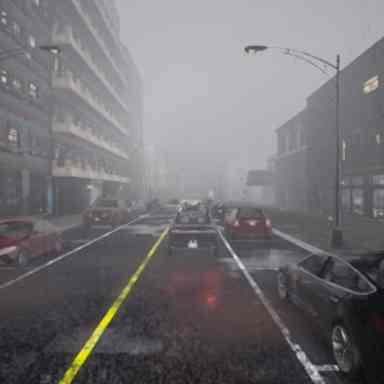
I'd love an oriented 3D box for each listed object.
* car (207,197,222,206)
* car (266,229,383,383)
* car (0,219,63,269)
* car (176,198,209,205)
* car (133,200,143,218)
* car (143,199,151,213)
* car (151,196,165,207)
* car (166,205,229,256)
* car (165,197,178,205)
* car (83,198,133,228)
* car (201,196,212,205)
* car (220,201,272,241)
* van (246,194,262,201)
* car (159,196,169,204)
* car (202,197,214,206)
[{"bbox_3d":[2.693,1.554,33.802,2.008,1.369,4.403,0,0,0],"label":"car"},{"bbox_3d":[2.688,1.565,5.319,1.947,1.339,4.313,0,0,0],"label":"car"},{"bbox_3d":[-5.692,1.580,11.020,1.802,1.307,4.206,0,0,0],"label":"car"},{"bbox_3d":[0.052,1.492,28.073,2.128,1.511,4.902,0,0,1],"label":"car"},{"bbox_3d":[-5.689,1.440,28.111,1.967,1.590,4.097,0,0,0],"label":"car"},{"bbox_3d":[-5.687,1.553,33.808,2.008,1.369,4.403,0,0,0],"label":"car"},{"bbox_3d":[-5.684,1.582,50.898,1.947,1.339,4.313,0,0,0],"label":"car"},{"bbox_3d":[0.049,1.490,13.075,2.128,1.511,4.902,0,0,1],"label":"car"},{"bbox_3d":[-3.039,1.588,57.817,1.994,1.385,4.181,0,0,1],"label":"car"},{"bbox_3d":[-5.691,1.314,22.414,2.192,1.841,5.009,0,0,0],"label":"car"},{"bbox_3d":[2.699,1.556,62.455,1.752,1.417,4.829,0,0,0],"label":"car"},{"bbox_3d":[2.689,1.439,16.712,1.967,1.590,4.097,0,0,0],"label":"car"},{"bbox_3d":[14.675,1.463,78.745,3.998,1.788,1.690,0,0,0],"label":"van"},{"bbox_3d":[-5.681,1.564,67.818,1.752,1.417,4.829,0,0,0],"label":"car"},{"bbox_3d":[2.698,1.567,56.588,1.887,1.381,4.507,0,0,0],"label":"car"}]
